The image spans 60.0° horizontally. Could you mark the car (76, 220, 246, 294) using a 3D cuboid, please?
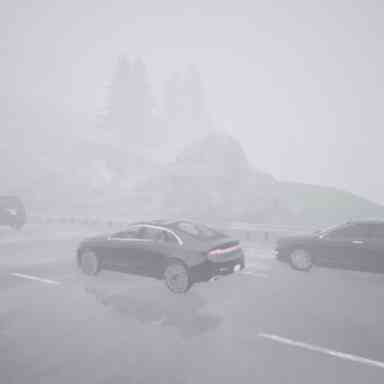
[{"bbox_3d":[-1.007,1.488,8.760,4.902,1.511,2.128,0,0,34],"label":"car"}]

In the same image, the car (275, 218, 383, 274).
[{"bbox_3d":[4.725,1.483,9.099,4.892,1.490,1.837,0,0,35],"label":"car"}]

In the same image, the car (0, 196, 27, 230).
[{"bbox_3d":[-12.195,1.245,19.649,5.566,2.045,2.150,0,0,29],"label":"car"}]
